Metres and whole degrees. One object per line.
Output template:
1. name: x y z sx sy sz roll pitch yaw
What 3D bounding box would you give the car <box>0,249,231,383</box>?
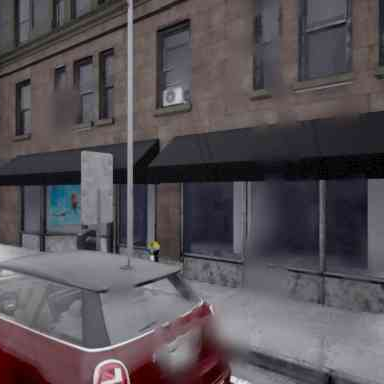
1. car: -1.679 1.440 4.011 4.097 1.590 1.967 0 0 36
